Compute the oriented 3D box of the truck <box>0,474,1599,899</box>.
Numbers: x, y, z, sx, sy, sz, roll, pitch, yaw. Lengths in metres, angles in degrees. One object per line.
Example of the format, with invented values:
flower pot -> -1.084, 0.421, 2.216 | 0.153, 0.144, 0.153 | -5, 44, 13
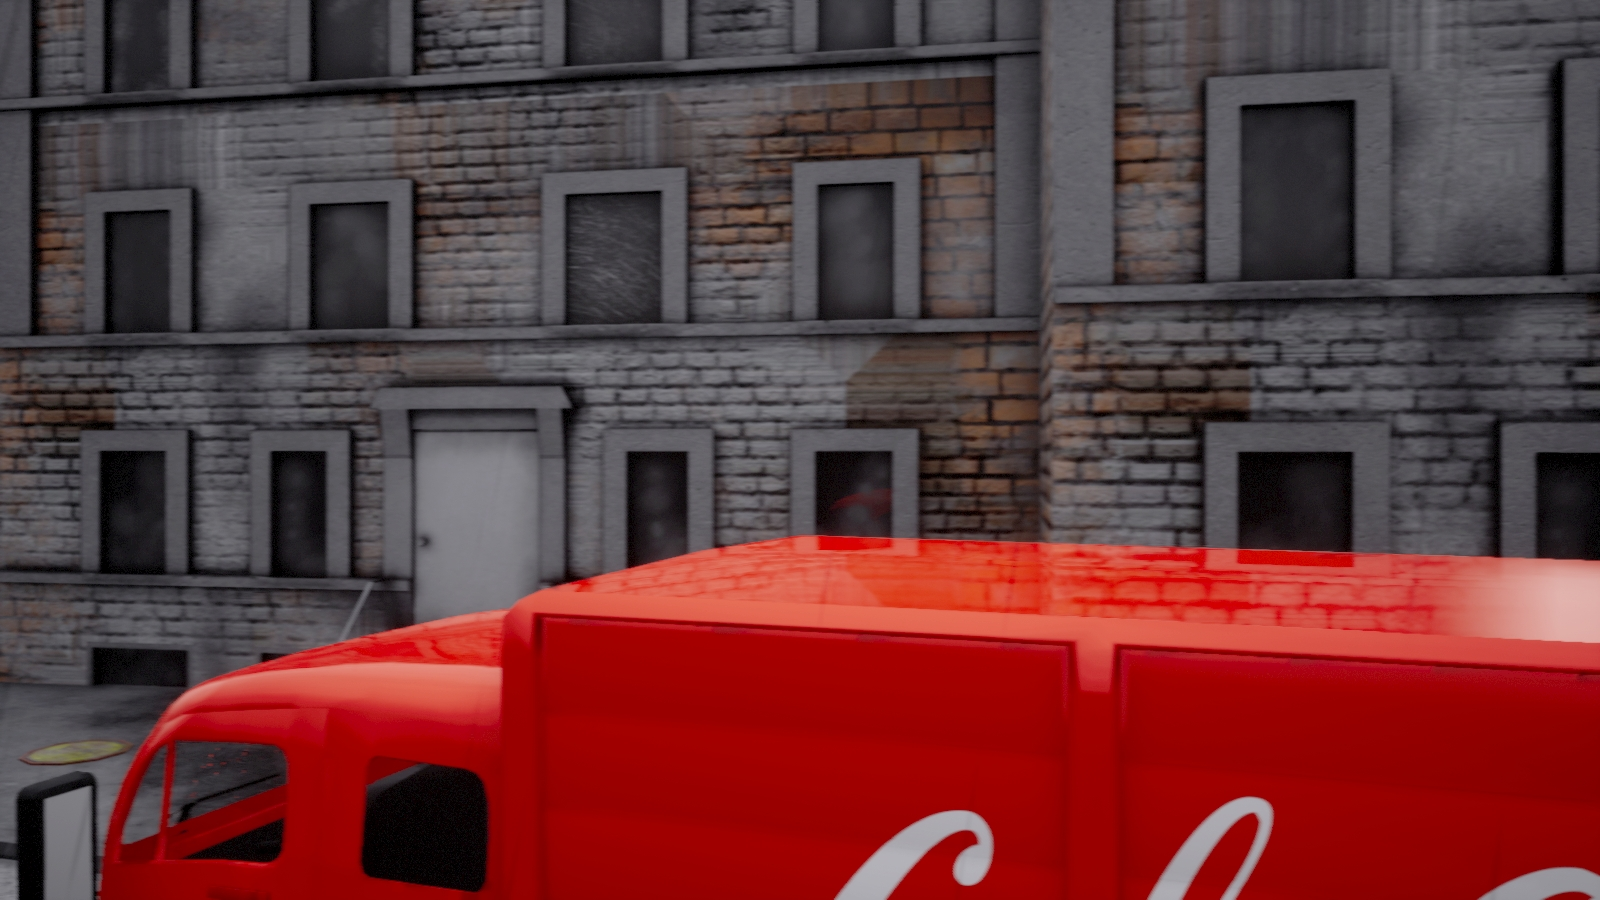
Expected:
truck -> 0.354, 1.343, 3.559 | 5.204, 2.467, 2.627 | 0, 0, 20
